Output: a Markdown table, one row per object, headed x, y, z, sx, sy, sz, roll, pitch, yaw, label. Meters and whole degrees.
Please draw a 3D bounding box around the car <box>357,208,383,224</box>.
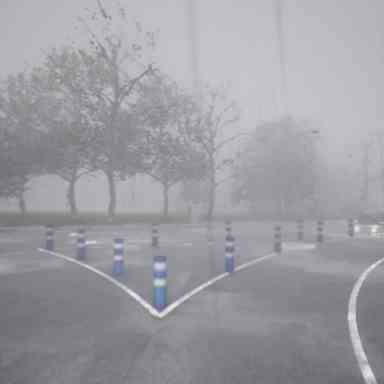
| x | y | z | sx | sy | sz | roll | pitch | yaw | label |
| --- | --- | --- | --- | --- | --- | --- | --- | --- | --- |
| 18.490 | 2.389 | 33.561 | 5.008 | 1.535 | 1.882 | 3 | -2 | -40 | car |
